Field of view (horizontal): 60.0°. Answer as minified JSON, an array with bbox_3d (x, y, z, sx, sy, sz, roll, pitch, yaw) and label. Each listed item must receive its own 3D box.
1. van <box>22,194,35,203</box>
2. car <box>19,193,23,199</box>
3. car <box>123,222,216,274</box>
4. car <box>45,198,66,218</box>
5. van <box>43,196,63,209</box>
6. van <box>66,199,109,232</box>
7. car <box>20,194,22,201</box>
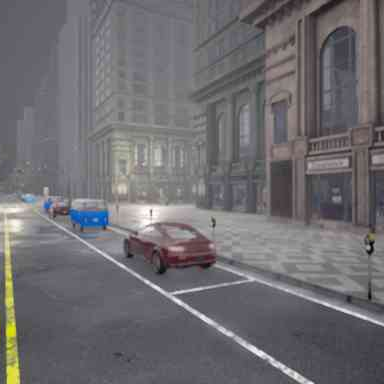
[{"bbox_3d":[-32.966,1.305,67.572,1.690,1.788,3.998,0,0,-29],"label":"van"},{"bbox_3d":[-38.269,1.511,77.010,1.887,1.381,4.507,0,0,-29],"label":"car"},{"bbox_3d":[-0.826,1.571,10.373,1.802,1.307,4.206,0,0,-29],"label":"car"},{"bbox_3d":[-11.646,1.517,29.643,1.887,1.381,4.507,0,0,-29],"label":"car"},{"bbox_3d":[-14.351,1.311,34.461,1.690,1.788,3.998,0,0,-29],"label":"van"},{"bbox_3d":[-6.236,1.321,20.009,1.690,1.788,3.998,0,0,-29],"label":"van"},{"bbox_3d":[-35.617,1.531,72.290,1.947,1.339,4.313,0,0,-29],"label":"car"}]
